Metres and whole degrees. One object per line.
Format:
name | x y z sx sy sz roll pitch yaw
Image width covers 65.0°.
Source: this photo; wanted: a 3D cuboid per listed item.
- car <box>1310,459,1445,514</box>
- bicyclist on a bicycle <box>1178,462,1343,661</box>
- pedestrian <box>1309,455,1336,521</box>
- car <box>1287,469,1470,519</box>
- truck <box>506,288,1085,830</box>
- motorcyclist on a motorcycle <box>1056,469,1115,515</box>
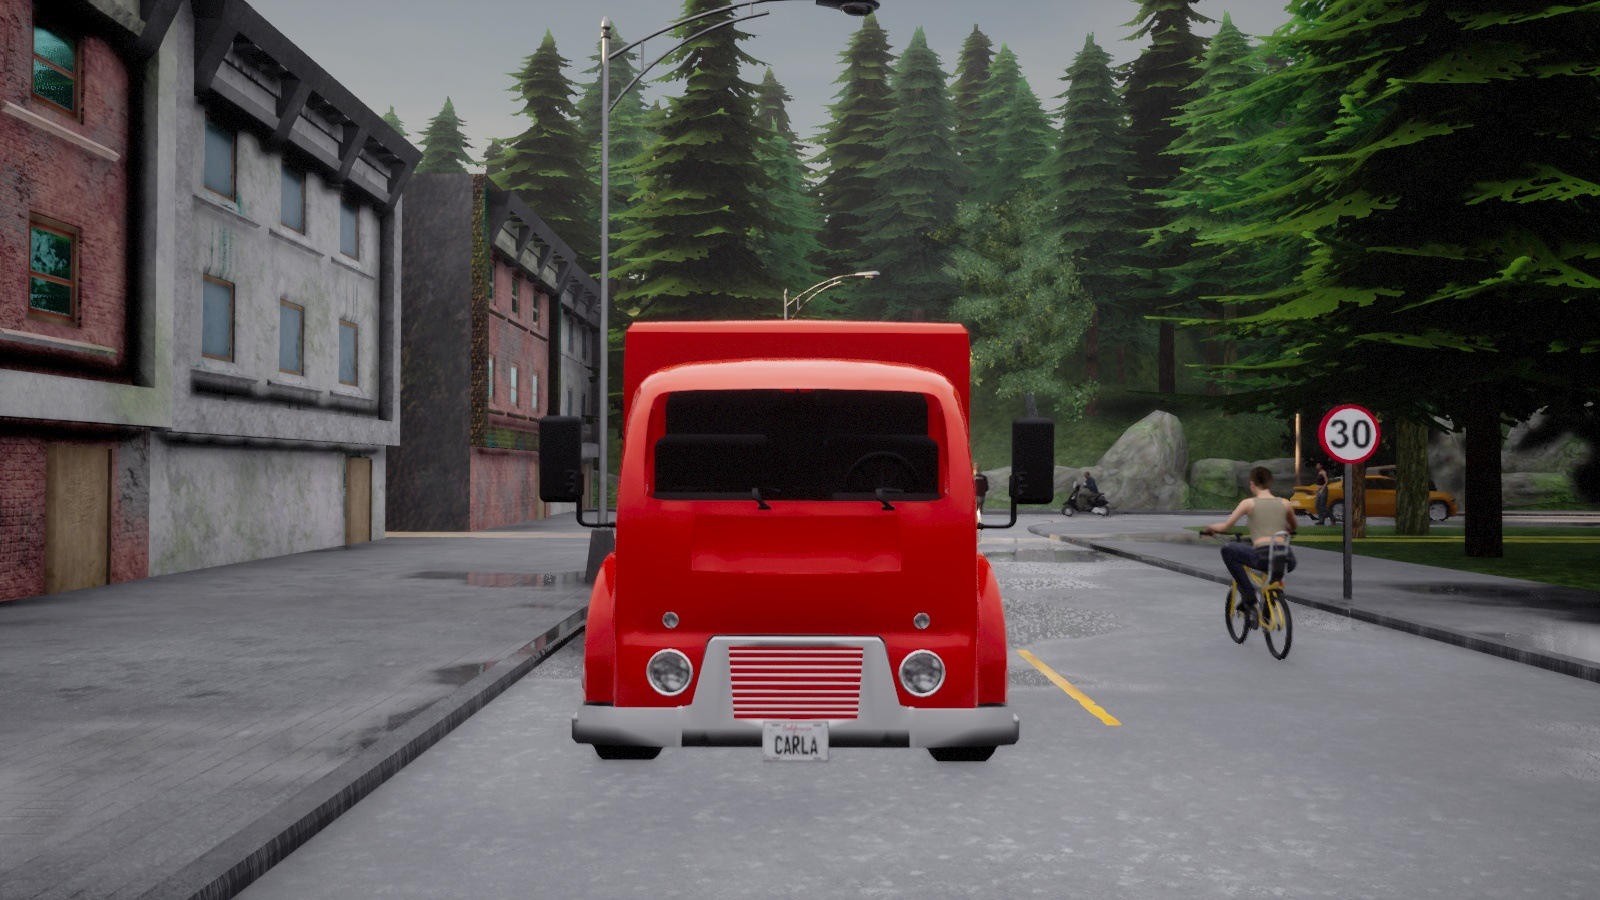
car | 20.345 1.272 44.337 3.866 1.878 1.905 0 -1 0
bicyclist on a bicycle | 3.972 0.919 10.973 0.866 1.612 1.509 0 -1 0
pedestrian | 14.631 1.055 35.200 0.594 1.836 0.345 0 -1 0
car | 18.521 1.394 40.348 5.008 1.535 1.882 0 -1 0
truck | -0.024 0.432 8.327 2.627 2.467 5.204 0 2 0
motorcyclist on a motorcycle | 9.960 1.465 43.888 1.817 1.590 0.866 0 0 -10
